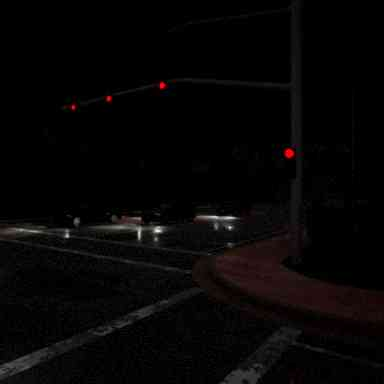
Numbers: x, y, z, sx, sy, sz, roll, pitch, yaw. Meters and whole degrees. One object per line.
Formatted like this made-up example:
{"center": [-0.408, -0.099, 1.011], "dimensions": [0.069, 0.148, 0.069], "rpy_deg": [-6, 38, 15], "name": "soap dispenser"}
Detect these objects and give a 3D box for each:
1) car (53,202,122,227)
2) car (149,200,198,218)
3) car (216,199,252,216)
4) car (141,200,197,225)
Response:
{"center": [-7.133, 1.478, 23.067], "dimensions": [1.882, 1.535, 5.008], "rpy_deg": [0, 0, 36], "name": "car"}
{"center": [-1.610, 1.505, 30.788], "dimensions": [1.837, 1.490, 4.892], "rpy_deg": [0, 0, 36], "name": "car"}
{"center": [4.232, 1.505, 32.910], "dimensions": [1.837, 1.490, 4.892], "rpy_deg": [0, 0, 36], "name": "car"}
{"center": [-1.619, 1.478, 24.764], "dimensions": [1.882, 1.535, 5.008], "rpy_deg": [0, 0, 36], "name": "car"}
